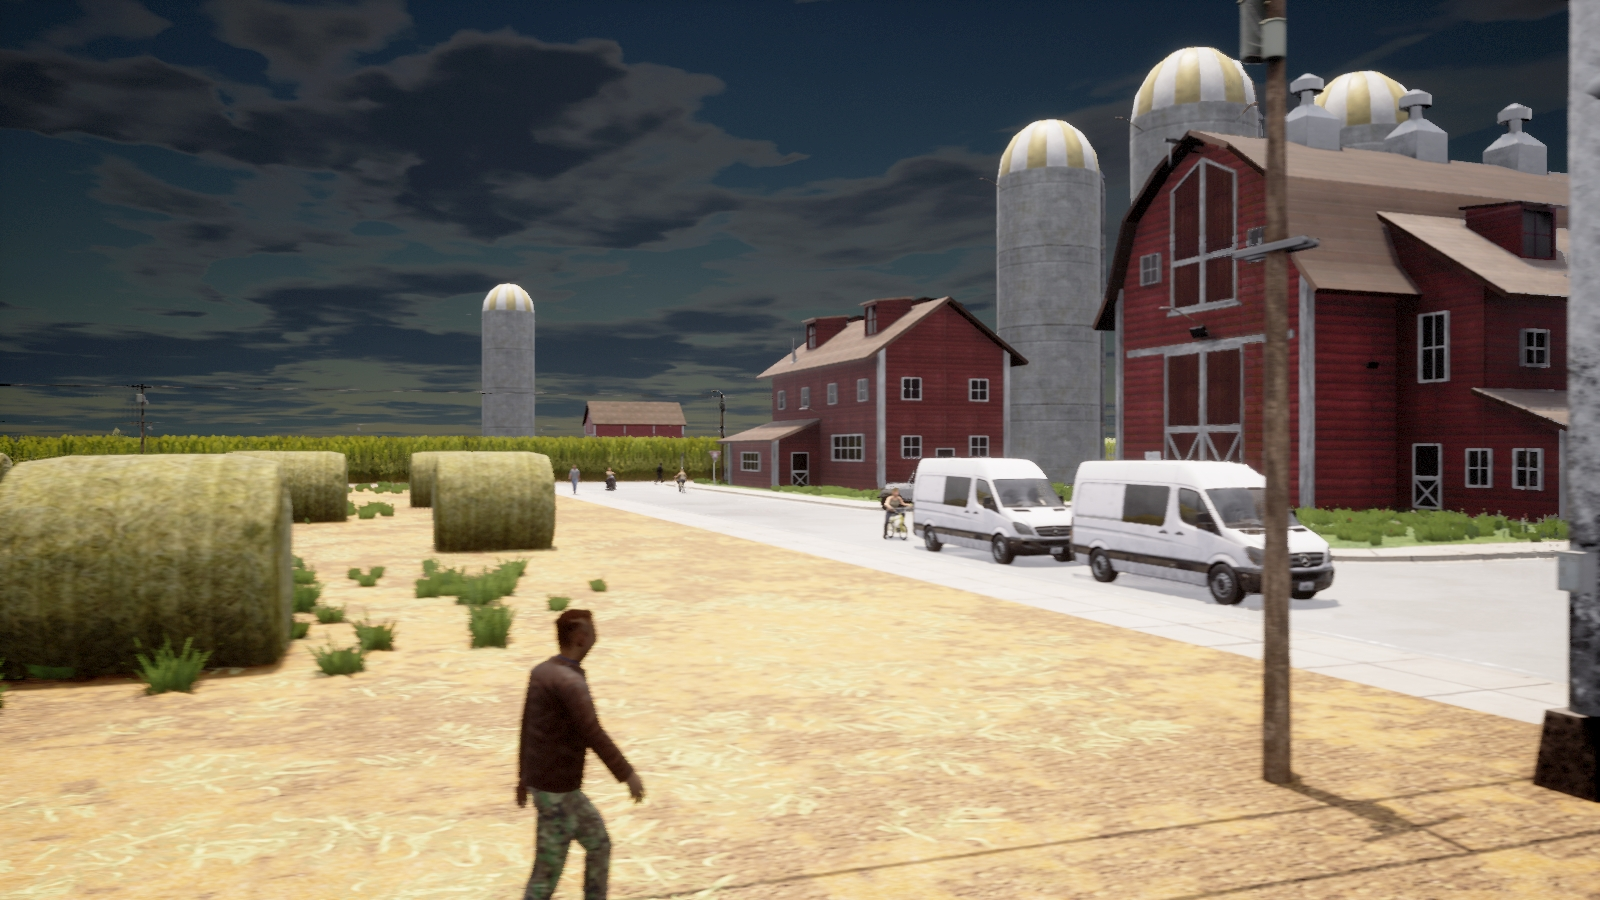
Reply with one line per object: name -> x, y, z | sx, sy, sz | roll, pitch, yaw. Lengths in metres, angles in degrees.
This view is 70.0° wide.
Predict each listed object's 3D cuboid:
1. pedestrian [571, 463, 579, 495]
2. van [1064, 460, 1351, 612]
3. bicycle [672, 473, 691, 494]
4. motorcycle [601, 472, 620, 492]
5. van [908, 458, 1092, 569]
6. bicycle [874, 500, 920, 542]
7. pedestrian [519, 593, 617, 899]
pedestrian -> -13.058, 1.668, 66.291 | 0.375, 1.860, 0.375 | 0, 0, -6
van -> 7.791, 1.503, 22.683 | 1.988, 2.561, 5.915 | 0, 0, -21
bicycle -> -7.578, 2.129, 72.973 | 0.859, 1.276, 1.487 | 0, 0, -20
motorcycle -> -12.685, 2.126, 76.526 | 0.764, 1.307, 2.356 | 0, 0, -21
van -> 5.048, 1.506, 29.903 | 1.988, 2.561, 5.915 | 0, 0, -21
bicycle -> 2.990, 2.180, 35.329 | 0.859, 1.176, 1.487 | 0, 0, -21
pedestrian -> -1.167, 1.679, 5.732 | 0.375, 1.860, 0.375 | 0, 0, -32
